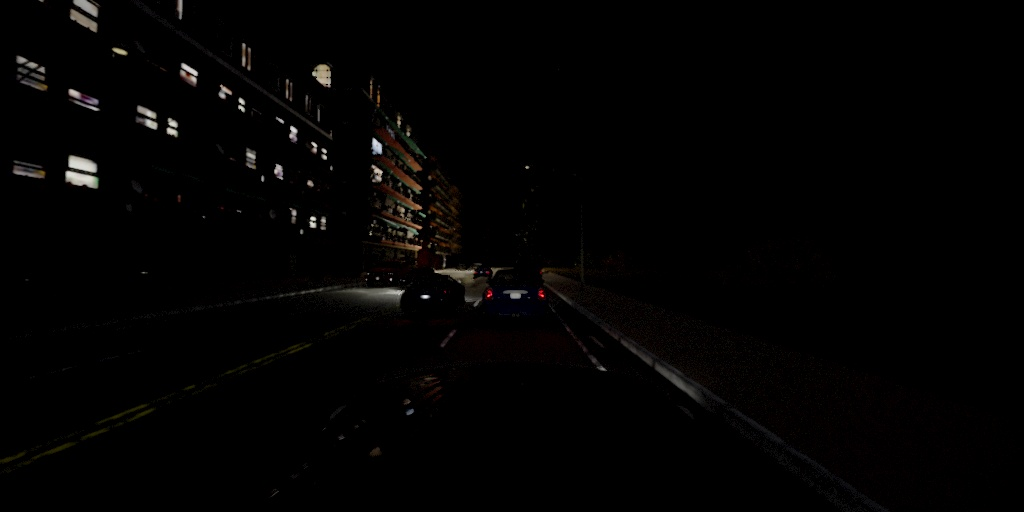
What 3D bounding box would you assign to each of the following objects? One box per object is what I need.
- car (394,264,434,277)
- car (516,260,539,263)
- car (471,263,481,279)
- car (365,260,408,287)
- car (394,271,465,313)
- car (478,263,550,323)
[{"bbox_3d":[-6.587,1.563,25.830,1.837,1.490,4.892,0,-1,0],"label":"car"},{"bbox_3d":[1.153,1.311,27.960,2.150,2.045,5.566,0,-1,0],"label":"car"},{"bbox_3d":[-3.126,1.777,39.335,2.033,1.411,5.357,0,-1,0],"label":"car"},{"bbox_3d":[-9.835,1.320,29.001,2.150,2.045,5.566,0,-1,0],"label":"car"},{"bbox_3d":[-3.143,1.484,15.000,1.994,1.385,4.181,0,-1,0],"label":"car"},{"bbox_3d":[0.107,1.244,12.848,2.097,1.767,4.553,0,-1,0],"label":"car"}]
